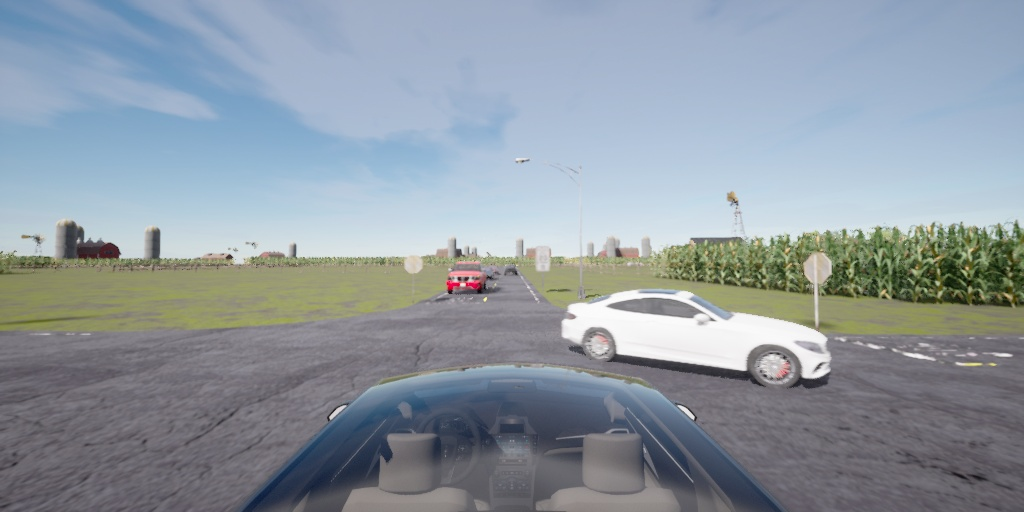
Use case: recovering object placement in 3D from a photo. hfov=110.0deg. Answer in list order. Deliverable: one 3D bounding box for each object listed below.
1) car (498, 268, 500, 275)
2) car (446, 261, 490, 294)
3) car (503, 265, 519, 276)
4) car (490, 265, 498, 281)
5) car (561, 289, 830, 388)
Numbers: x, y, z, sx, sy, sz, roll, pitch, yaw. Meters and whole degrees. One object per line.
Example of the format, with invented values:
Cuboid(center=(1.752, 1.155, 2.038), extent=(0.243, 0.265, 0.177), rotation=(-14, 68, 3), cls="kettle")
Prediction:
Cuboid(center=(-2.932, 2.150, 53.836), extent=(1.812, 1.442, 4.674), rotation=(0, -1, 0), cls="car")
Cuboid(center=(-2.912, 1.376, 23.919), extent=(2.150, 2.045, 5.566), rotation=(0, -1, 0), cls="car")
Cuboid(center=(-0.140, 2.079, 51.833), extent=(1.837, 1.490, 4.892), rotation=(0, -1, 0), cls="car")
Cuboid(center=(-2.940, 1.954, 39.733), extent=(2.033, 1.411, 5.357), rotation=(0, -1, 0), cls="car")
Cuboid(center=(3.292, 1.419, 7.243), extent=(4.674, 1.442, 1.812), rotation=(-1, -1, 32), cls="car")
